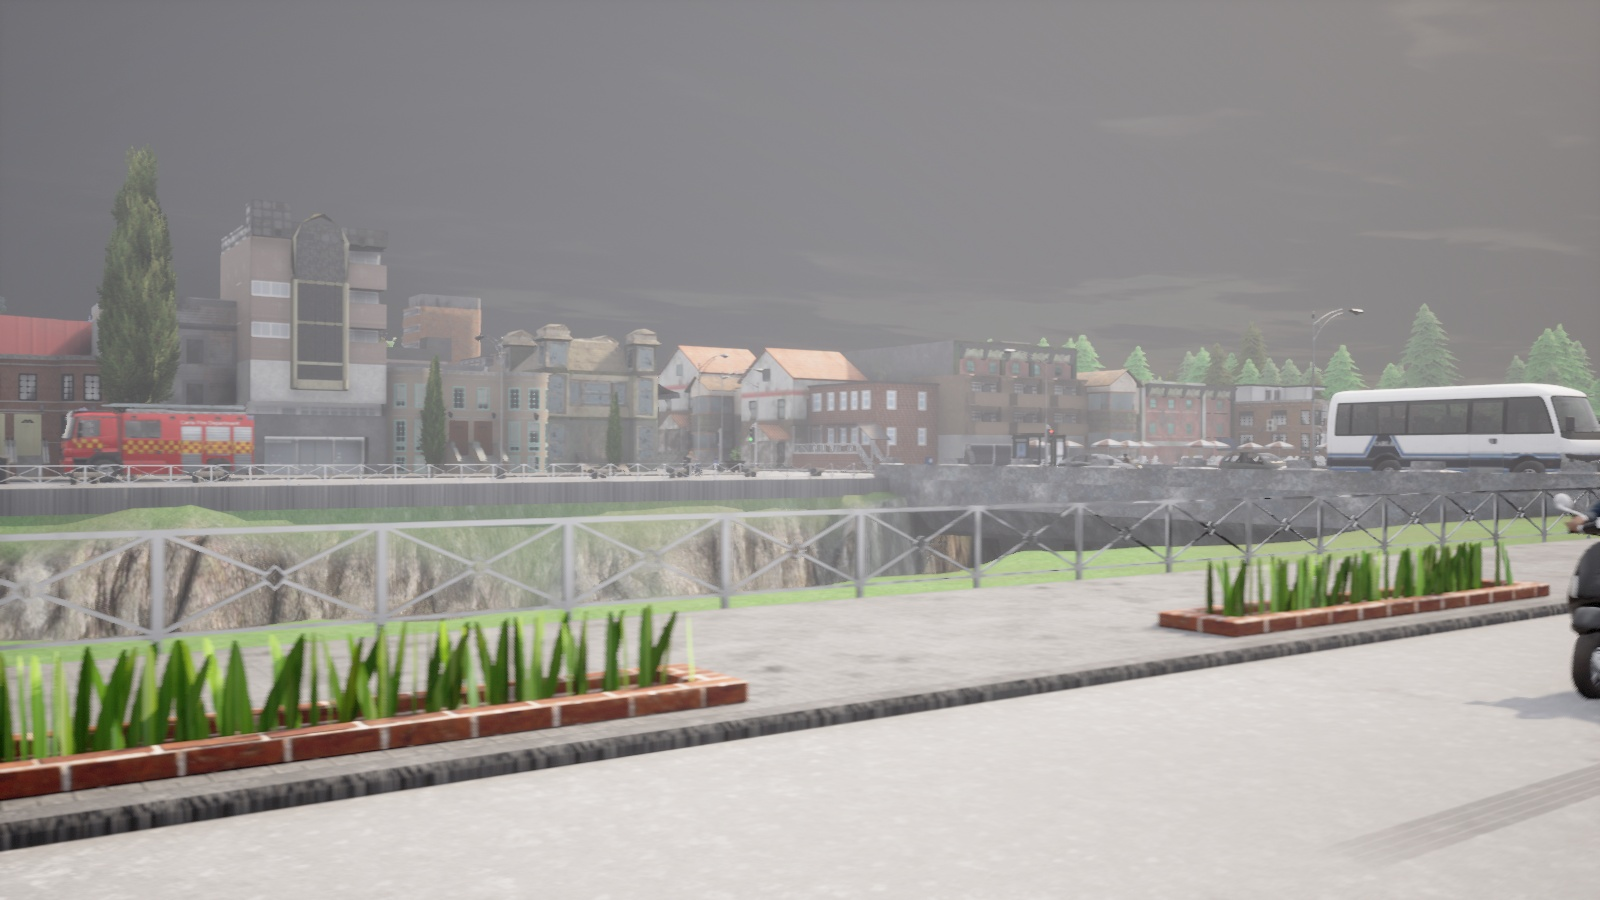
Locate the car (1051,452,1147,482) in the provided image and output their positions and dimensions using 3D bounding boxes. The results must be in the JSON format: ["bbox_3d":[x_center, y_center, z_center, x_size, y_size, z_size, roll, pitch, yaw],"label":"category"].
[{"bbox_3d":[15.713,0.879,66.249,1.837,1.490,4.892,0,0,-36],"label":"car"}]

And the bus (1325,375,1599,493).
[{"bbox_3d":[26.883,-0.565,50.408,3.944,4.253,10.273,0,0,-33],"label":"bus"}]

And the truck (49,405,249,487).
[{"bbox_3d":[-32.067,-0.200,62.016,8.468,3.827,2.891,0,0,-35],"label":"truck"}]

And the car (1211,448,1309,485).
[{"bbox_3d":[21.320,0.741,58.340,1.851,1.617,3.988,0,0,-33],"label":"car"}]

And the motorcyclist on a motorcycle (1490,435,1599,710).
[{"bbox_3d":[5.261,0.707,7.930,1.817,1.590,0.866,0,0,-35],"label":"motorcyclist on a motorcycle"}]
